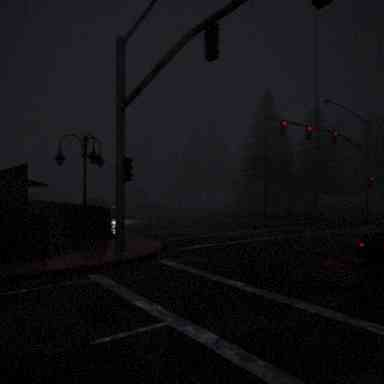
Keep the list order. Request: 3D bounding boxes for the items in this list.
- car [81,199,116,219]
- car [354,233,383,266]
[{"bbox_3d":[-8.233,1.376,28.782,2.097,1.767,4.553,0,0,-37],"label":"car"},{"bbox_3d":[6.990,1.575,8.237,2.033,1.411,5.357,0,0,-35],"label":"car"}]
